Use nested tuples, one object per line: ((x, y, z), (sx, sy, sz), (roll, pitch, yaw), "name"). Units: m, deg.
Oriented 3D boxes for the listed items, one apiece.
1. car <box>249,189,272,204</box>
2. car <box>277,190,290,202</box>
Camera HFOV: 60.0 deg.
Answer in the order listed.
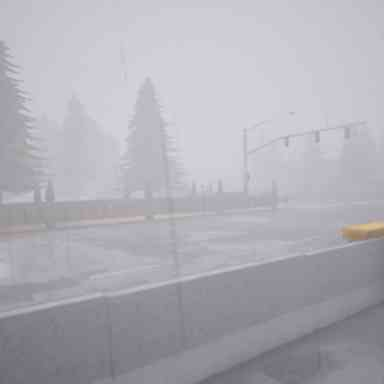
((7.340, 0.663, 42.723), (1.882, 1.535, 5.008), (-2, 2, -35), "car")
((10.687, 0.443, 44.056), (2.097, 1.767, 4.553), (-2, 1, -35), "car")
